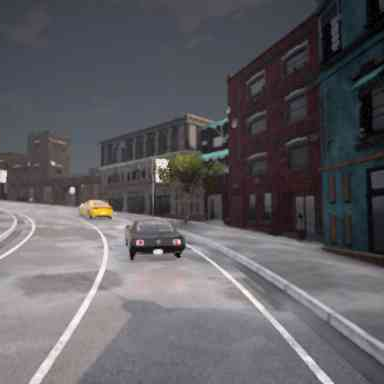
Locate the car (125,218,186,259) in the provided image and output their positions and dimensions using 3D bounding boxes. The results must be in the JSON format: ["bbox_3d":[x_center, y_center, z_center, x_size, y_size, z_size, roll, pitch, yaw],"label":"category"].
[{"bbox_3d":[-1.622,1.684,13.083,1.895,1.301,4.718,1,0,-14],"label":"car"}]

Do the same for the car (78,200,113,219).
[{"bbox_3d":[-8.418,1.459,28.855,1.882,1.535,5.008,3,0,-32],"label":"car"}]
